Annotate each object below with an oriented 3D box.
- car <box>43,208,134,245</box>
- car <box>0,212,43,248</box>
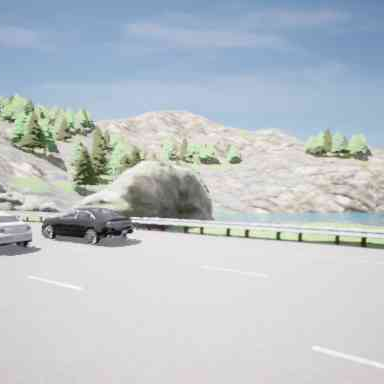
[{"bbox_3d":[-4.921,1.480,15.382,4.902,1.511,2.128,0,0,32],"label":"car"},{"bbox_3d":[-8.356,1.522,13.374,4.674,1.442,1.812,0,0,31],"label":"car"}]
